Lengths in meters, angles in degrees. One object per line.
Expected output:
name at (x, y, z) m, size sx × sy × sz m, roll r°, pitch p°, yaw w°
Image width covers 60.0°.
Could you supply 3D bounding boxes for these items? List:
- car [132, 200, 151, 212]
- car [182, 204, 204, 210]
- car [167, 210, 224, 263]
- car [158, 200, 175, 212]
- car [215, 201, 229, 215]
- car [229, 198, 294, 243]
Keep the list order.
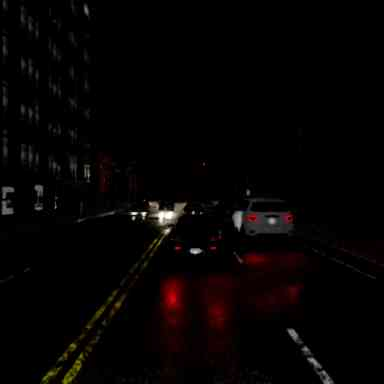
car at (-6.516, 1.795, 43.133) m, size 2.033 × 1.411 × 5.357 m, roll 0°, pitch 0°, yaw 0°
car at (0.102, 1.711, 28.523) m, size 2.033 × 1.411 × 5.357 m, roll 0°, pitch 0°, yaw 0°
car at (0.100, 1.596, 12.168) m, size 1.812 × 1.442 × 4.674 m, roll 0°, pitch 0°, yaw 0°
car at (-3.267, 1.741, 43.188) m, size 2.128 × 1.511 × 4.902 m, roll 0°, pitch 0°, yaw 0°
car at (3.351, 1.670, 33.469) m, size 1.882 × 1.535 × 5.008 m, roll 0°, pitch 0°, yaw 0°
car at (3.350, 1.313, 16.588) m, size 2.150 × 2.045 × 5.566 m, roll 0°, pitch -1°, yaw 0°
